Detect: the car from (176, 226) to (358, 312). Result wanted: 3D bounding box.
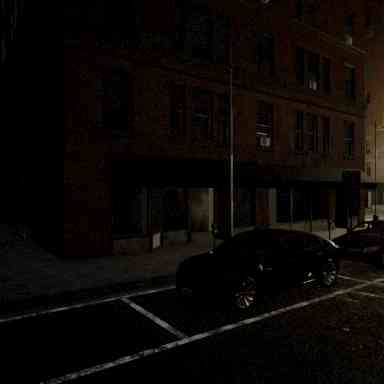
[{"bbox_3d":[1.683,1.566,7.714,4.313,1.339,1.947,0,0,-35],"label":"car"}]

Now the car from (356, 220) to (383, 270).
[{"bbox_3d":[6.173,1.582,10.894,4.206,1.307,1.802,0,0,-35],"label":"car"}]
